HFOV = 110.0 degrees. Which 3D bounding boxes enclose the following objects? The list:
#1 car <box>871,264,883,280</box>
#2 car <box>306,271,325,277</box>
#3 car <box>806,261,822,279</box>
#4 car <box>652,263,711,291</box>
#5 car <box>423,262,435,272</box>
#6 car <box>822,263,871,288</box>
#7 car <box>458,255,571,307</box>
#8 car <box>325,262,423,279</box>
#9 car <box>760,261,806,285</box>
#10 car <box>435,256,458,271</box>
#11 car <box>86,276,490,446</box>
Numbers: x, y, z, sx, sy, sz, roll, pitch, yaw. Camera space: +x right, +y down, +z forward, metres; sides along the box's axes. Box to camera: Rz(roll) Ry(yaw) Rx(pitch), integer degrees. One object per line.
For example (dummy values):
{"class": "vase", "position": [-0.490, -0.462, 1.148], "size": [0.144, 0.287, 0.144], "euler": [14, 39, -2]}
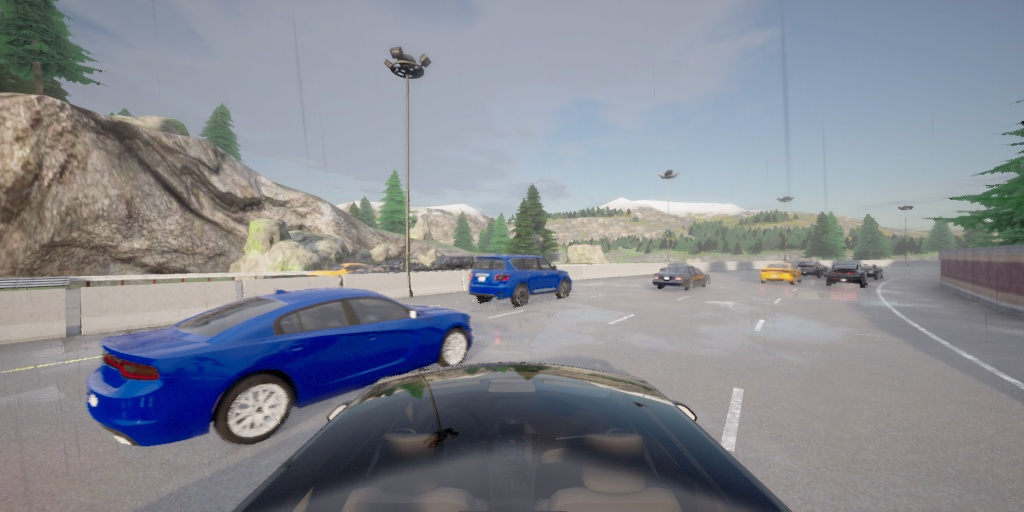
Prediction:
{"class": "car", "position": [30.450, 1.351, 30.882], "size": [4.718, 1.301, 1.895], "euler": [0, 0, -39]}
{"class": "car", "position": [-11.021, 1.227, 24.023], "size": [1.882, 1.535, 5.008], "euler": [0, 0, 39]}
{"class": "car", "position": [27.742, 1.241, 33.176], "size": [4.902, 1.511, 2.128], "euler": [0, 0, -39]}
{"class": "car", "position": [10.496, 1.298, 22.072], "size": [2.033, 1.411, 5.357], "euler": [0, 0, 44]}
{"class": "car", "position": [-9.556, 1.255, 31.316], "size": [1.837, 1.490, 4.892], "euler": [0, 0, 41]}
{"class": "car", "position": [22.500, 1.255, 24.061], "size": [4.892, 1.490, 1.837], "euler": [0, 0, -43]}
{"class": "car", "position": [0.508, 0.971, 15.785], "size": [2.150, 2.045, 5.566], "euler": [0, 0, 38]}
{"class": "car", "position": [-8.255, 1.241, 21.888], "size": [2.128, 1.511, 4.902], "euler": [0, 0, 39]}
{"class": "car", "position": [19.790, 1.228, 26.313], "size": [5.008, 1.535, 1.882], "euler": [0, 0, -44]}
{"class": "car", "position": [-6.512, 0.971, 39.971], "size": [2.150, 2.045, 5.566], "euler": [0, 0, 44]}
{"class": "car", "position": [-2.665, 1.228, 5.524], "size": [1.882, 1.535, 5.008], "euler": [0, 0, 34]}
